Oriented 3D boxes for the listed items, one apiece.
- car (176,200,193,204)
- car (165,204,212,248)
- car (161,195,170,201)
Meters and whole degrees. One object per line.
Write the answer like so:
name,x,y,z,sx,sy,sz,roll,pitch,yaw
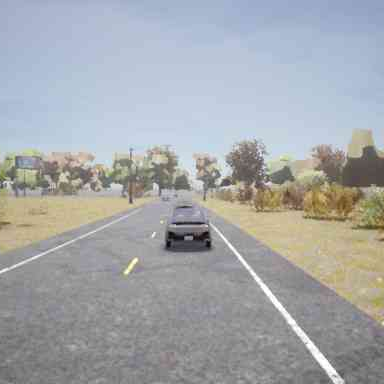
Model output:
car,-0.690,1.491,29.740,1.837,1.490,4.892,0,0,-2
car,-0.179,1.486,14.722,2.128,1.511,4.902,0,0,-1
car,-5.992,1.383,75.881,2.033,1.411,5.357,0,0,-2
